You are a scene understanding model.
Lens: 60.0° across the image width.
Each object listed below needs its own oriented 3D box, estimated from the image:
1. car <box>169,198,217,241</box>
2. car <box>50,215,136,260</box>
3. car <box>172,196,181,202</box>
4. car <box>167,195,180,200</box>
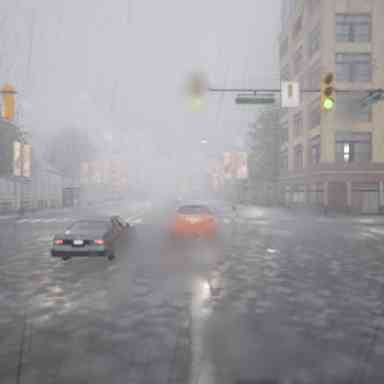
[{"bbox_3d":[0.097,1.357,16.994,2.097,1.767,4.553,0,0,0],"label":"car"},{"bbox_3d":[-3.401,1.552,12.448,2.033,1.411,5.357,0,0,0],"label":"car"},{"bbox_3d":[-3.505,1.589,77.360,1.895,1.301,4.718,0,0,1],"label":"car"},{"bbox_3d":[-3.505,1.625,67.338,1.895,1.301,4.718,0,0,0],"label":"car"}]
